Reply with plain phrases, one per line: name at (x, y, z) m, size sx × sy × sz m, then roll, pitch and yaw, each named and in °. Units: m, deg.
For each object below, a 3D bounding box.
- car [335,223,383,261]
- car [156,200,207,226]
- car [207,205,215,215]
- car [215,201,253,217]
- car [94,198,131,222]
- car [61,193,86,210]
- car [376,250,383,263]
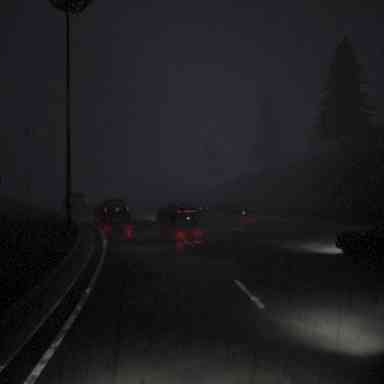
car at (6.227, 1.479, 9.183) m, size 2.033 × 1.411 × 5.357 m, roll 0°, pitch 0°, yaw -9°
car at (-1.077, 1.398, 22.586) m, size 2.128 × 1.511 × 4.902 m, roll 0°, pitch 0°, yaw -20°
car at (-0.417, 1.420, 29.841) m, size 2.033 × 1.411 × 5.357 m, roll 0°, pitch 0°, yaw -27°
car at (3.400, 1.456, 29.870) m, size 1.895 × 1.301 × 4.718 m, roll 0°, pitch 0°, yaw -25°
car at (-6.191, 1.272, 25.514) m, size 2.097 × 1.767 × 4.553 m, roll 0°, pitch 0°, yaw -25°
car at (-14.478, 1.113, 40.675) m, size 2.150 × 2.045 × 5.566 m, roll 0°, pitch 0°, yaw -30°
car at (3.381, 1.501, 1.934) m, size 1.812 × 1.442 × 4.674 m, roll 0°, pitch 0°, yaw -3°
